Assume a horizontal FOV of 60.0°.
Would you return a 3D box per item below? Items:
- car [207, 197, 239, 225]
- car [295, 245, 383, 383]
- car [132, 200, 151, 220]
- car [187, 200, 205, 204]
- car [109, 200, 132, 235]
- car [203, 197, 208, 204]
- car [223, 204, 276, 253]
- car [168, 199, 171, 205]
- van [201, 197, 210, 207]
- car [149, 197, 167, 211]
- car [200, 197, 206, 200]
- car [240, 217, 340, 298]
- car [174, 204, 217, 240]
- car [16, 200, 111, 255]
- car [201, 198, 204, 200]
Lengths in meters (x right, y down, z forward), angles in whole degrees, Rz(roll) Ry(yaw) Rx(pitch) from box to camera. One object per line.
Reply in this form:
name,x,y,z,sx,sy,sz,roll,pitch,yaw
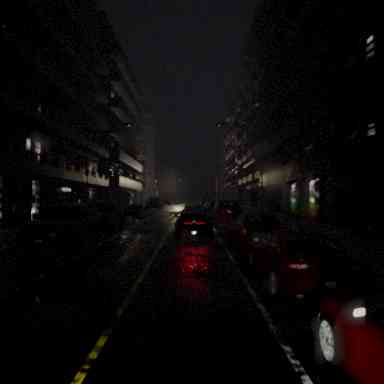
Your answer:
car,2.555,1.471,25.008,2.192,1.841,5.009,1,0,0
car,2.583,1.562,2.884,1.887,1.381,4.507,1,0,0
car,-5.297,1.761,30.598,1.947,1.339,4.313,1,0,0
car,0.109,1.833,35.609,1.895,1.301,4.718,0,0,0
car,-5.291,1.436,19.537,2.192,1.841,5.009,1,0,0
car,2.552,1.675,36.070,1.967,1.590,4.097,1,0,0
car,2.594,1.525,13.946,1.967,1.590,4.097,1,0,0
car,-5.296,2.101,69.311,1.802,1.307,4.206,1,-1,0
van,2.555,1.808,63.727,1.690,1.788,3.998,1,-1,0
car,-5.291,1.637,47.189,2.192,1.841,5.009,1,0,0
car,2.556,1.731,58.196,2.192,1.841,5.009,1,-1,0
car,2.584,1.595,8.413,1.887,1.381,4.507,1,0,0
car,0.101,1.613,17.579,1.837,1.490,4.892,0,0,0
car,-5.291,1.400,14.007,2.192,1.841,5.009,1,0,0
car,2.550,1.903,47.132,1.802,1.307,4.206,1,0,0
